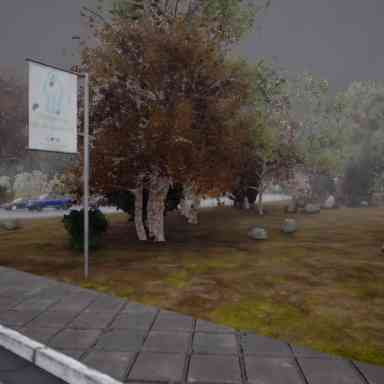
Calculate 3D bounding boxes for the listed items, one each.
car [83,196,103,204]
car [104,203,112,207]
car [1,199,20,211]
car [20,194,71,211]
[{"bbox_3d":[-14.176,1.315,49.668,2.097,1.767,4.553,0,0,37],"label":"car"},{"bbox_3d":[-10.283,1.306,48.994,2.097,1.767,4.553,0,0,37],"label":"car"},{"bbox_3d":[-20.865,1.499,41.145,1.837,1.490,4.892,0,0,38],"label":"car"},{"bbox_3d":[-17.165,1.212,40.168,2.150,2.045,5.566,0,0,39],"label":"car"}]
